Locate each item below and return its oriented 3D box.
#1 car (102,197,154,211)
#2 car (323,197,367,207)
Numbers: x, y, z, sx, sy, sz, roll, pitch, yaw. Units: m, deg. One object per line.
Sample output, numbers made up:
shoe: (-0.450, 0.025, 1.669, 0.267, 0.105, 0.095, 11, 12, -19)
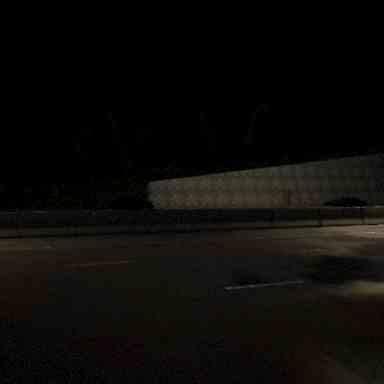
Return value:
car: (-6.319, 1.279, 32.984, 5.008, 1.535, 1.882, 0, 0, -18)
car: (18.938, 1.374, 41.029, 5.357, 1.411, 2.033, 0, 0, -18)
